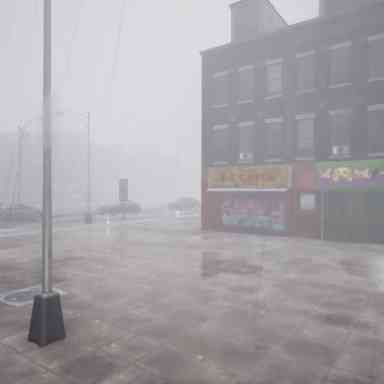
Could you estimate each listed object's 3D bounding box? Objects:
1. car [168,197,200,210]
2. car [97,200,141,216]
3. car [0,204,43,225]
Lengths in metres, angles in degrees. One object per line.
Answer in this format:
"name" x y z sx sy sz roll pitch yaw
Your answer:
"car" -0.912 1.381 40.200 1.837 1.490 4.892 0 0 36
"car" -6.867 1.439 31.784 1.812 1.442 4.674 0 0 35
"car" -12.736 1.515 23.470 1.994 1.385 4.181 0 0 36
